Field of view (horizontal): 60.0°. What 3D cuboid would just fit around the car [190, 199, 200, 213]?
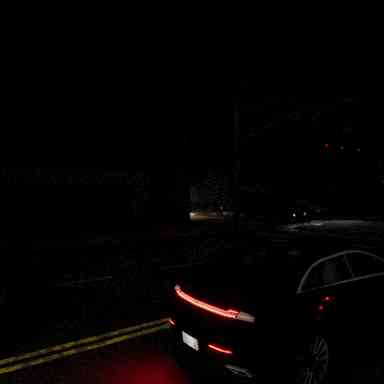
[{"bbox_3d":[-1.869,1.548,37.164,2.033,1.411,5.357,0,0,-36],"label":"car"}]

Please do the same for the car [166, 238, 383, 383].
[{"bbox_3d":[1.954,1.492,5.223,4.902,1.511,2.128,0,0,-35],"label":"car"}]

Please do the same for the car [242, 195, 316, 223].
[{"bbox_3d":[6.435,1.223,26.055,2.150,2.045,5.566,0,0,-37],"label":"car"}]

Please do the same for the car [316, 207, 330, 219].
[{"bbox_3d":[9.145,1.478,28.275,1.882,1.535,5.008,0,0,-37],"label":"car"}]

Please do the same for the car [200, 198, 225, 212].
[{"bbox_3d":[1.730,1.492,38.194,2.128,1.511,4.902,0,0,-37],"label":"car"}]
